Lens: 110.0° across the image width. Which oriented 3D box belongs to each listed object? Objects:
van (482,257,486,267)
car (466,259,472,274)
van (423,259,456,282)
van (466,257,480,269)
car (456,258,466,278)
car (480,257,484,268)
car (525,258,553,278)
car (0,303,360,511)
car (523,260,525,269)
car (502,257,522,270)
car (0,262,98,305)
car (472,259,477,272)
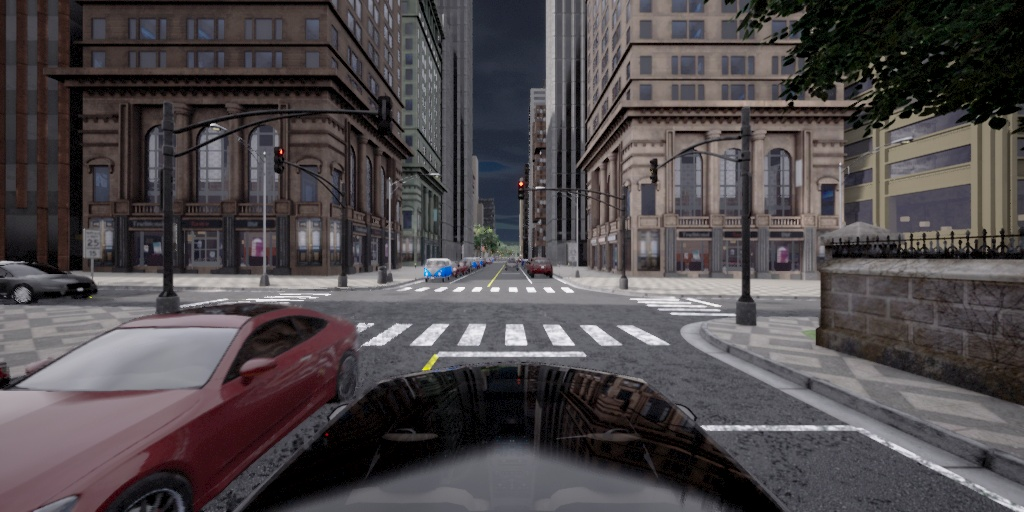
[{"bbox_3d":[-5.903,1.128,60.995,1.690,1.789,3.998,0,0,0],"label":"van"},{"bbox_3d":[-5.851,1.308,39.229,1.888,1.381,4.507,0,0,0],"label":"car"},{"bbox_3d":[-5.825,1.095,28.348,1.690,1.789,3.998,0,0,0],"label":"van"},{"bbox_3d":[-5.877,1.116,50.112,1.690,1.789,3.998,0,0,0],"label":"van"},{"bbox_3d":[-5.838,1.198,33.789,1.967,1.591,4.097,0,0,0],"label":"car"},{"bbox_3d":[-5.890,1.326,55.553,1.888,1.381,4.507,0,0,0],"label":"car"},{"bbox_3d":[2.687,1.073,33.818,2.192,1.841,5.009,0,0,0],"label":"car"},{"bbox_3d":[-3.094,1.275,3.595,1.812,1.442,4.674,0,0,-2],"label":"car"},{"bbox_3d":[2.674,1.078,39.258,2.192,1.841,5.009,0,0,0],"label":"car"},{"bbox_3d":[-0.022,1.267,52.238,2.128,1.511,4.902,0,0,0],"label":"car"},{"bbox_3d":[-18.783,0.984,13.572,4.892,1.490,1.837,1,0,0],"label":"car"},{"bbox_3d":[-5.864,1.334,44.670,1.948,1.339,4.313,0,0,0],"label":"car"}]
